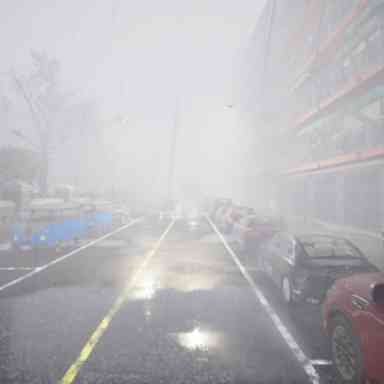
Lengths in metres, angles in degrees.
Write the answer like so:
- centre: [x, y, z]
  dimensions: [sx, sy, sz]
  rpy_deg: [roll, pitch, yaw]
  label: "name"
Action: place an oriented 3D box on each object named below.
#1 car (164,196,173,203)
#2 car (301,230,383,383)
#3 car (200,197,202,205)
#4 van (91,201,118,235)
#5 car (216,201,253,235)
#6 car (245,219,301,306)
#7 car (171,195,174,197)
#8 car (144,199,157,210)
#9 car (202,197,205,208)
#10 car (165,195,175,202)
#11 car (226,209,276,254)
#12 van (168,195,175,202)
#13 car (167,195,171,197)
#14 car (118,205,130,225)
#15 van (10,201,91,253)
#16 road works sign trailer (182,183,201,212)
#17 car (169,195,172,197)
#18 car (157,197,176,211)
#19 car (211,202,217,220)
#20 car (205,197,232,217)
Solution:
- centre: [-5.732, 1.815, 81.068]
  dimensions: [1.967, 1.590, 4.097]
  rpy_deg: [0, 0, 0]
  label: "car"
- centre: [2.691, 1.324, 2.253]
  dimensions: [2.192, 1.841, 5.009]
  rpy_deg: [0, 0, 0]
  label: "car"
- centre: [2.663, 1.797, 52.924]
  dimensions: [1.947, 1.339, 4.313]
  rpy_deg: [0, 0, 0]
  label: "car"
- centre: [-5.699, 1.415, 19.138]
  dimensions: [1.690, 1.788, 3.998]
  rpy_deg: [0, 0, 0]
  label: "van"
- centre: [2.681, 1.513, 19.142]
  dimensions: [1.967, 1.590, 4.097]
  rpy_deg: [0, 0, 0]
  label: "car"
- centre: [2.687, 1.579, 7.883]
  dimensions: [2.008, 1.369, 4.403]
  rpy_deg: [0, 0, 0]
  label: "car"
- centre: [-5.730, 1.886, 75.440]
  dimensions: [1.887, 1.381, 4.507]
  rpy_deg: [0, 0, 0]
  label: "car"
- centre: [-5.714, 1.728, 47.119]
  dimensions: [1.752, 1.417, 4.829]
  rpy_deg: [0, 0, 0]
  label: "car"
- centre: [2.669, 1.617, 41.663]
  dimensions: [1.967, 1.590, 4.097]
  rpy_deg: [0, 0, 0]
  label: "car"
- centre: [-5.736, 1.726, 86.700]
  dimensions: [2.192, 1.841, 5.009]
  rpy_deg: [0, 0, 0]
  label: "car"
- centre: [2.684, 1.595, 13.513]
  dimensions: [1.887, 1.381, 4.507]
  rpy_deg: [0, 0, 0]
  label: "car"
- centre: [-5.739, 1.787, 92.331]
  dimensions: [1.690, 1.788, 3.998]
  rpy_deg: [0, 0, 0]
  label: "van"
- centre: [-5.723, 1.851, 64.181]
  dimensions: [1.947, 1.339, 4.313]
  rpy_deg: [0, 0, 0]
  label: "car"
- centre: [-5.702, 1.648, 24.768]
  dimensions: [2.008, 1.369, 4.403]
  rpy_deg: [0, 0, 0]
  label: "car"
- centre: [-5.696, 1.392, 13.509]
  dimensions: [1.690, 1.788, 3.998]
  rpy_deg: [0, 0, 0]
  label: "van"
- centre: [-0.022, 0.638, 41.116]
  dimensions: [2.380, 3.560, 2.880]
  rpy_deg: [0, 0, 0]
  label: "road works sign trailer"
- centre: [-5.727, 1.894, 69.812]
  dimensions: [1.802, 1.307, 4.206]
  rpy_deg: [0, 0, 0]
  label: "car"
- centre: [-3.108, 1.709, 43.083]
  dimensions: [1.812, 1.442, 4.674]
  rpy_deg: [0, 0, 0]
  label: "car"
- centre: [2.678, 1.679, 24.773]
  dimensions: [1.802, 1.307, 4.206]
  rpy_deg: [0, 0, 0]
  label: "car"
- centre: [2.675, 1.438, 30.403]
  dimensions: [2.192, 1.841, 5.009]
  rpy_deg: [0, 0, 0]
  label: "car"
